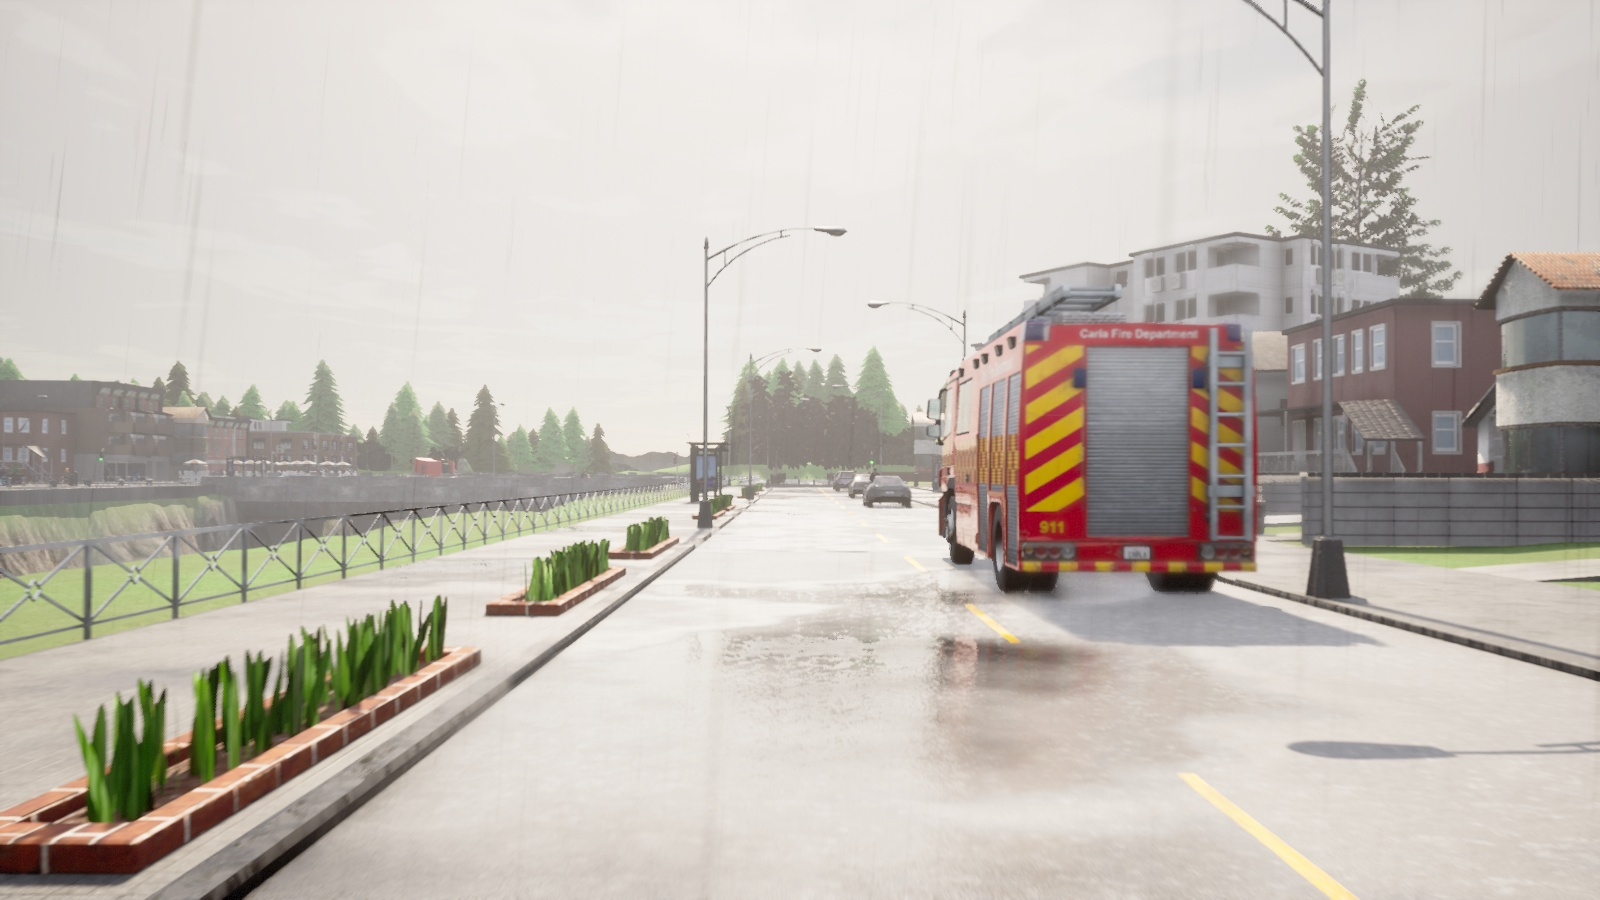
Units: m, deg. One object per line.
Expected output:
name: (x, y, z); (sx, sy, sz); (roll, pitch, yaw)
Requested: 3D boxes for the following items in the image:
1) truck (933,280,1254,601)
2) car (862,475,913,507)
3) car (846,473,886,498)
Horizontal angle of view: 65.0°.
truck: (3.951, -0.044, 19.242); (2.891, 3.827, 8.468); (0, -1, 0)
car: (3.864, 1.796, 55.790); (1.994, 1.385, 4.181); (0, -1, 0)
car: (3.827, 2.086, 73.998); (2.033, 1.411, 5.357); (0, -1, 0)
